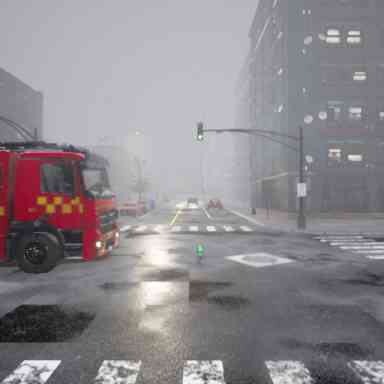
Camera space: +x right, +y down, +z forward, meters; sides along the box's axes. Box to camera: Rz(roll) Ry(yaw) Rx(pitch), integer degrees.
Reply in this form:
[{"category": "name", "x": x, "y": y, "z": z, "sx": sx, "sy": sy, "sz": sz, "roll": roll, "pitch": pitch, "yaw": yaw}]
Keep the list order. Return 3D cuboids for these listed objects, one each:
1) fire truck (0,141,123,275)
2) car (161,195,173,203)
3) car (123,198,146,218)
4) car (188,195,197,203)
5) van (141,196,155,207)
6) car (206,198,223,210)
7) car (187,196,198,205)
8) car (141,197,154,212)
[{"category": "fire truck", "x": -6.790, "y": 0.344, "z": 10.379, "sx": 8.468, "sy": 3.827, "sz": 2.891, "roll": -1, "pitch": 0, "yaw": 1}, {"category": "car", "x": -5.540, "y": 1.589, "z": 70.184, "sx": 1.802, "sy": 1.307, "sz": 4.206, "roll": 1, "pitch": 0, "yaw": 0}, {"category": "car", "x": -5.693, "y": 1.547, "z": 30.382, "sx": 1.887, "sy": 1.381, "sz": 4.507, "roll": 1, "pitch": 0, "yaw": 0}, {"category": "car", "x": 0.134, "y": 1.484, "z": 68.465, "sx": 1.882, "sy": 1.535, "sz": 5.008, "roll": 0, "pitch": 0, "yaw": 0}, {"category": "van", "x": -5.590, "y": 1.344, "z": 41.751, "sx": 1.690, "sy": 1.788, "sz": 3.998, "roll": 1, "pitch": 0, "yaw": 0}, {"category": "car", "x": 2.787, "y": 1.443, "z": 41.796, "sx": 1.967, "sy": 1.590, "sz": 4.097, "roll": 1, "pitch": 0, "yaw": 0}, {"category": "car", "x": 0.114, "y": 1.510, "z": 58.041, "sx": 1.837, "sy": 1.490, "sz": 4.892, "roll": 0, "pitch": 0, "yaw": 0}, {"category": "car", "x": -5.606, "y": 1.547, "z": 36.064, "sx": 1.887, "sy": 1.381, "sz": 4.507, "roll": 1, "pitch": 0, "yaw": 0}]
